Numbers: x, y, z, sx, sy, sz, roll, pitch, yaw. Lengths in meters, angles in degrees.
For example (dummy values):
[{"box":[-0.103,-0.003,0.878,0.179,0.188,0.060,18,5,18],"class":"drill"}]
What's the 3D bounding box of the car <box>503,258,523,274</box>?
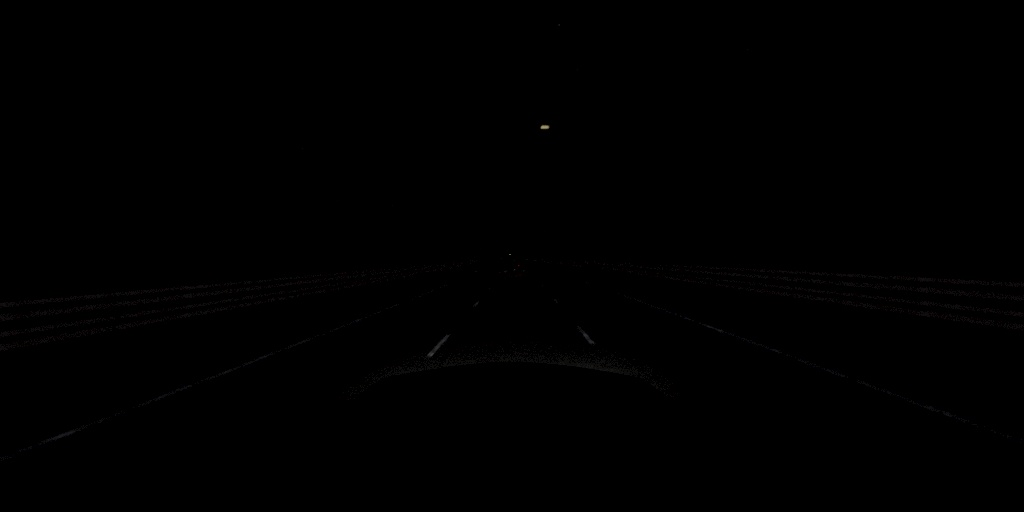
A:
[{"box":[0.260,1.377,44.103,2.128,1.511,4.902,-1,0,-1],"class":"car"}]
